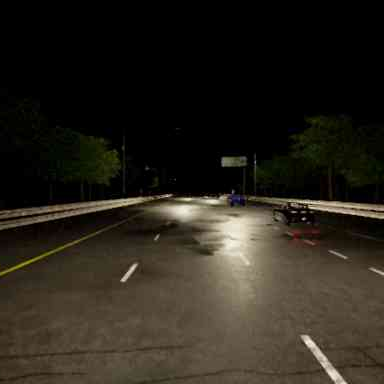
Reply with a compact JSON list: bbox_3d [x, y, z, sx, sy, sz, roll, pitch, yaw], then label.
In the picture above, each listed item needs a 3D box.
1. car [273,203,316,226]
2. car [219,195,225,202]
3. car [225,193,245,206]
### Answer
[{"bbox_3d":[7.039,1.500,23.327,2.128,1.511,4.902,0,0,0],"label":"car"},{"bbox_3d":[7.359,1.530,77.828,1.812,1.442,4.674,0,0,0],"label":"car"},{"bbox_3d":[7.177,1.239,53.748,2.150,2.045,5.566,0,0,0],"label":"car"}]
